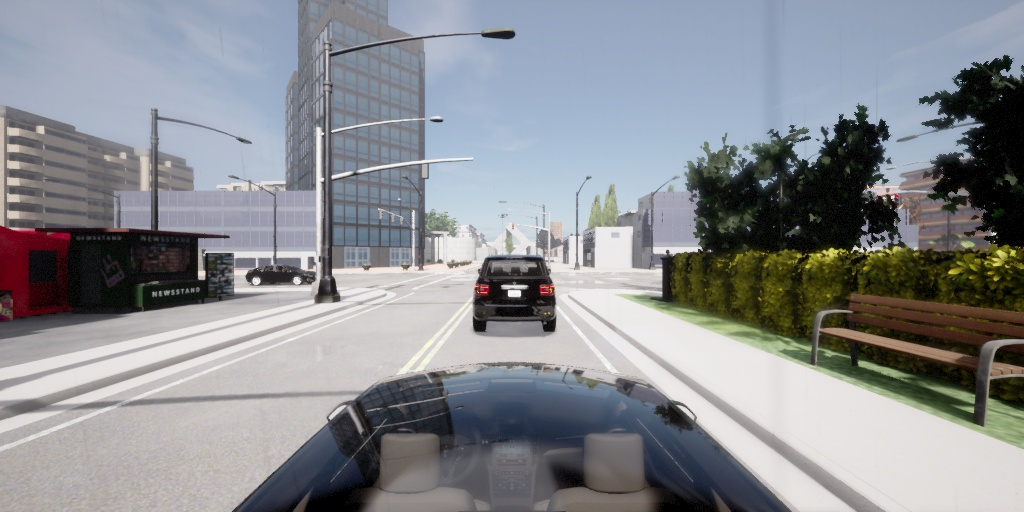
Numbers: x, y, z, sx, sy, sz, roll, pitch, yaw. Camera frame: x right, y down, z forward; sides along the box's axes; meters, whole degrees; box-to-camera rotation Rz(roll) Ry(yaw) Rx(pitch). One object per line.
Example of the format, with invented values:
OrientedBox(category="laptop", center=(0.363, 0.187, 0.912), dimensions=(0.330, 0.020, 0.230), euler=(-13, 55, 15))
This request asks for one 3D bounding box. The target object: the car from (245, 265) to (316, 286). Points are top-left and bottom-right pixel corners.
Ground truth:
OrientedBox(category="car", center=(-16.638, 1.362, 26.173), dimensions=(4.892, 1.490, 1.837), euler=(-1, 0, 0))

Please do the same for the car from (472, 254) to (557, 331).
OrientedBox(category="car", center=(0.075, 0.971, 11.079), dimensions=(2.150, 2.045, 5.566), euler=(0, 0, 0))
